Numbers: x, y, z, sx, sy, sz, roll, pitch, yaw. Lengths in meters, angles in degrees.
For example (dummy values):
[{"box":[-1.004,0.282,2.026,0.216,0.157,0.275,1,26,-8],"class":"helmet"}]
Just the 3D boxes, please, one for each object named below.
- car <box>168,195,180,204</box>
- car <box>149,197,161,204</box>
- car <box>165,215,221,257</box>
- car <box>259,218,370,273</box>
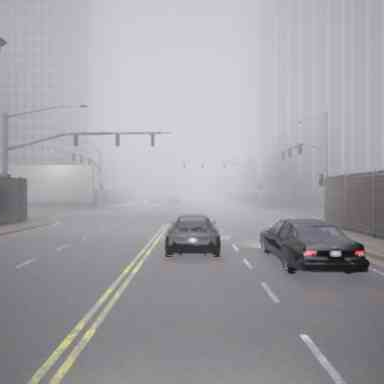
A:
[{"box":[-3.509,1.379,64.139,2.097,1.767,4.553,0,0,0],"class":"car"},{"box":[-7.007,1.589,63.998,1.994,1.385,4.181,0,0,0],"class":"car"},{"box":[0.048,1.570,13.029,1.994,1.385,4.181,0,0,1],"class":"car"},{"box":[3.522,1.552,10.621,2.033,1.411,5.357,0,0,0],"class":"car"}]
